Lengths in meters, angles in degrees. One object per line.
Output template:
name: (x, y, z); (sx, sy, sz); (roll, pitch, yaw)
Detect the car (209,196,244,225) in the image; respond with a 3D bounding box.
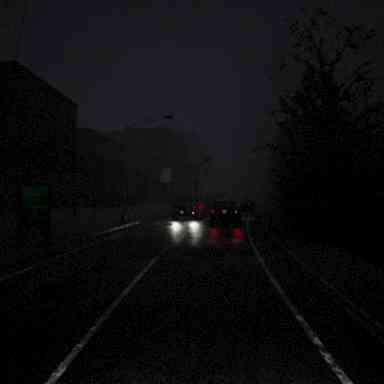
car: (2.514, 1.353, 24.264); (2.097, 1.767, 4.553); (-1, 0, 10)

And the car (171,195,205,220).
car: (-0.234, 1.288, 29.665); (2.150, 2.045, 5.566); (-1, 0, 13)

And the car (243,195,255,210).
car: (6.853, 1.516, 42.016); (2.033, 1.411, 5.357); (-2, 0, 17)

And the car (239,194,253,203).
car: (11.226, 1.343, 68.710); (2.097, 1.767, 4.553); (-2, 0, 17)
